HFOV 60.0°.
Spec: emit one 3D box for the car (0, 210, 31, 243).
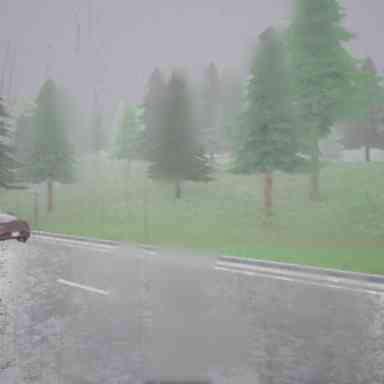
[{"bbox_3d":[-8.937,1.507,14.643,4.674,1.442,1.812,0,0,35],"label":"car"}]
